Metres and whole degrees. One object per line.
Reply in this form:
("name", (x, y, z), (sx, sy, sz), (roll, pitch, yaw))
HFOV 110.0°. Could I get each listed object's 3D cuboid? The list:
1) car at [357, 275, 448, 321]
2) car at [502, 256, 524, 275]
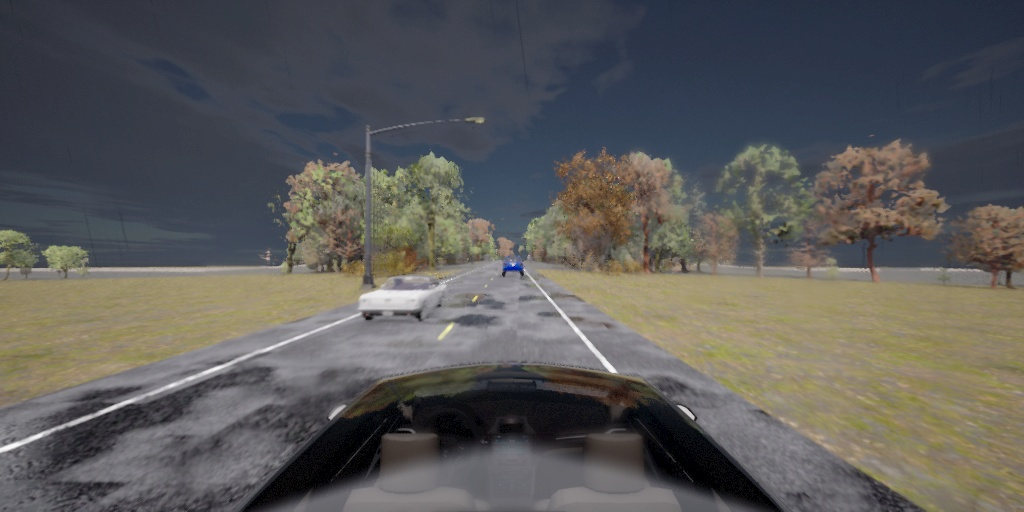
("car", (-3.593, 1.361, 12.596), (1.895, 1.301, 4.718), (0, 0, 0))
("car", (0.108, 1.004, 39.258), (2.150, 2.045, 5.566), (0, 0, 0))
